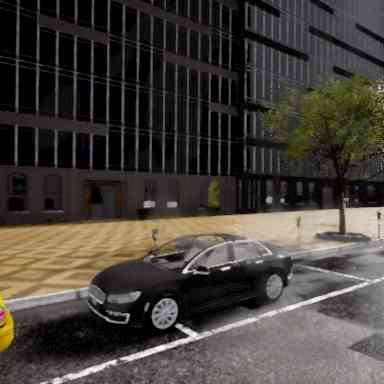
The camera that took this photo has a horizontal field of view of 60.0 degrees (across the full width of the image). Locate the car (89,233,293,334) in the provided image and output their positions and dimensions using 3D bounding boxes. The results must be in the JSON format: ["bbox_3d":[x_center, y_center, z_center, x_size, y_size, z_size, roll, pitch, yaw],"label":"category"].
[{"bbox_3d":[0.194,1.552,6.686,4.403,1.369,2.008,0,1,-35],"label":"car"}]

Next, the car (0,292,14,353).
[{"bbox_3d":[-4.542,1.525,3.309,4.829,1.417,1.752,0,1,-35],"label":"car"}]
